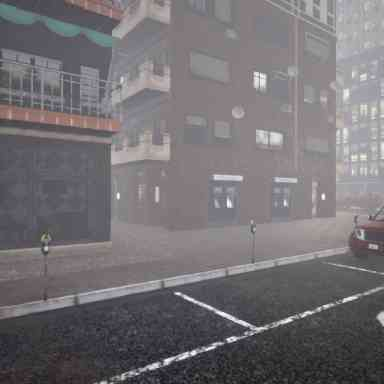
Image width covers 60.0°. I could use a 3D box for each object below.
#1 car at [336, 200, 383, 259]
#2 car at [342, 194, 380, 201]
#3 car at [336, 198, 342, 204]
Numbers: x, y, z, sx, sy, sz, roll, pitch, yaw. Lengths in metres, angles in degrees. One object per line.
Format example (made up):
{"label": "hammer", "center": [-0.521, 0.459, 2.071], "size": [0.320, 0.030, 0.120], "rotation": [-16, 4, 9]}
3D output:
{"label": "car", "center": [7.472, 1.318, 11.407], "size": [5.009, 1.841, 2.192], "rotation": [0, 0, -35]}
{"label": "car", "center": [19.319, 1.112, 38.940], "size": [2.192, 1.841, 5.009], "rotation": [1, 0, -36]}
{"label": "car", "center": [12.706, 1.333, 34.186], "size": [1.802, 1.307, 4.206], "rotation": [1, 0, -36]}
